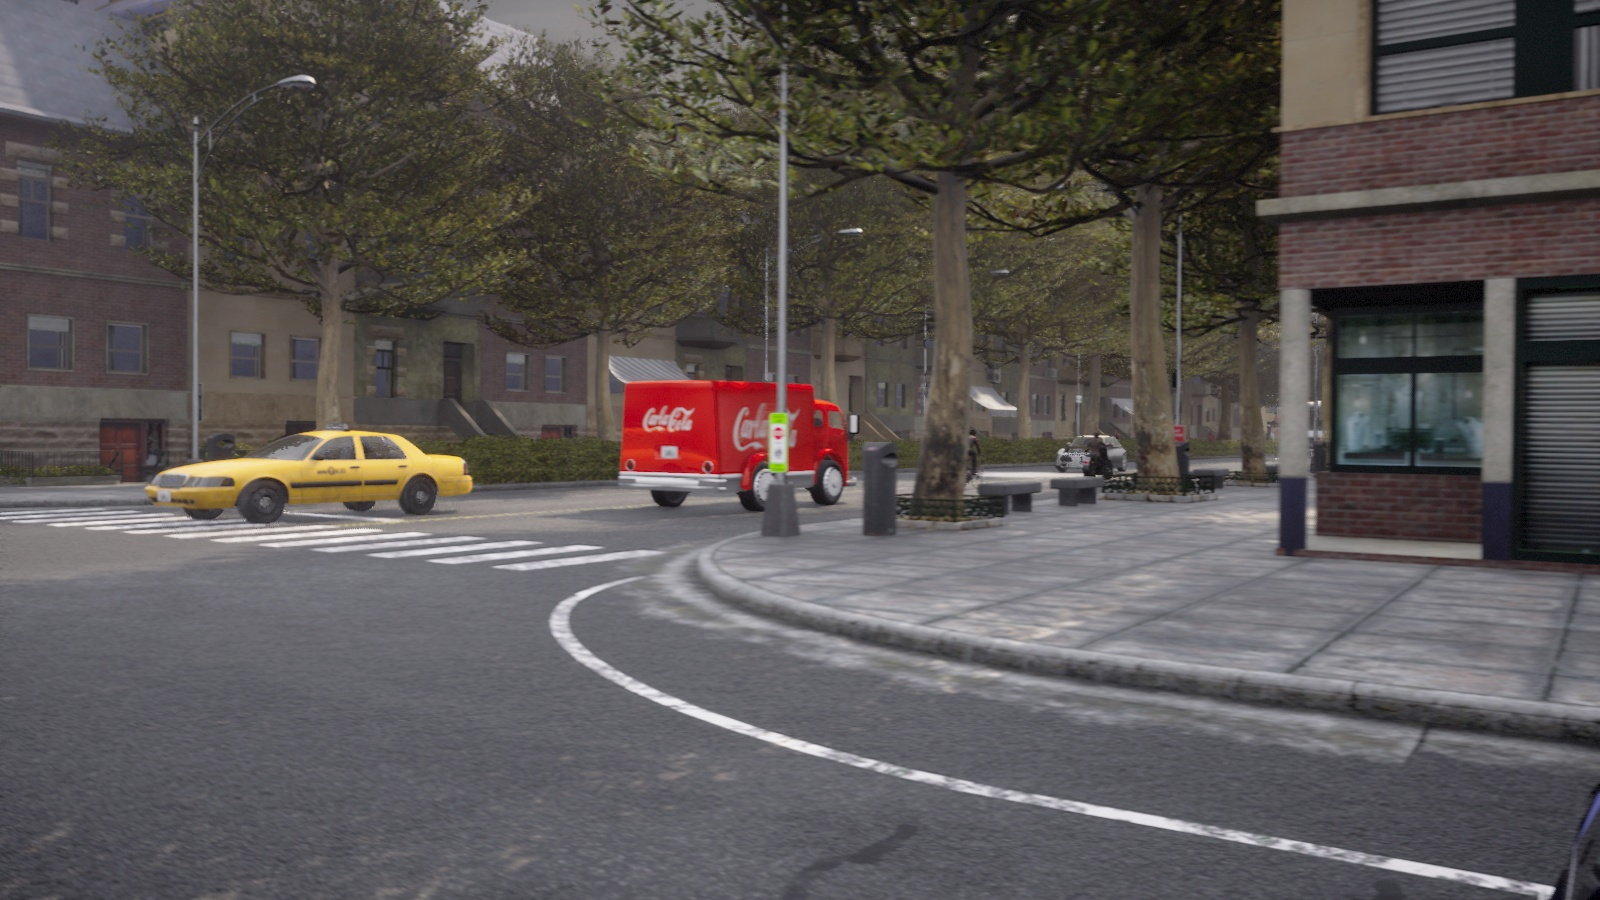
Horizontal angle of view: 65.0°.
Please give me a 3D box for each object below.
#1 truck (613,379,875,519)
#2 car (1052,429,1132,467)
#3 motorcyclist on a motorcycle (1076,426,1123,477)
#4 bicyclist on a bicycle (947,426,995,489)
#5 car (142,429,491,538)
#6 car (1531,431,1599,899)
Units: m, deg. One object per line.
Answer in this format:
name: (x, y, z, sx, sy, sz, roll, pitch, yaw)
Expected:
truck: (-0.970, -0.080, 25.056, 2.627, 2.467, 5.204, 0, 1, 33)
car: (11.902, -0.104, 51.054, 1.970, 1.475, 3.806, 0, 1, 33)
motorcyclist on a motorcycle: (9.974, 0.024, 41.784, 0.766, 1.649, 2.350, 0, 1, 33)
bicyclist on a bicycle: (4.576, 0.188, 33.518, 0.582, 1.620, 1.656, 0, 0, 33)
car: (-7.846, 0.458, 21.010, 1.801, 1.575, 5.366, 0, 1, 34)
car: (3.314, 0.695, 1.422, 4.193, 1.474, 1.816, 0, 1, 34)
